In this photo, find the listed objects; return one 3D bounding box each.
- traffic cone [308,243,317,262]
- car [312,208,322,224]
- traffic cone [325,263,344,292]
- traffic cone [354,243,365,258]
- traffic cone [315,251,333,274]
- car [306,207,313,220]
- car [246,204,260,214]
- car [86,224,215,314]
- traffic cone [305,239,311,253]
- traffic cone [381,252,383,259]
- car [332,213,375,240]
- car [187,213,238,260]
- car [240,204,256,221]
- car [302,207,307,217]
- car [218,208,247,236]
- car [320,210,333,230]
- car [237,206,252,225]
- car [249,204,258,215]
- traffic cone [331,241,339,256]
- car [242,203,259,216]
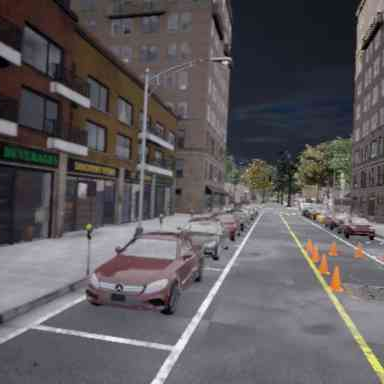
[{"bbox_3d":[4.639,2.305,12.493,0.340,0.580,0.340,3,-1,13],"label":"traffic cone"},{"bbox_3d":[13.368,2.503,32.952,1.752,1.417,4.829,3,-1,13],"label":"car"},{"bbox_3d":[3.724,2.221,8.600,0.340,0.580,0.340,3,-1,13],"label":"traffic cone"},{"bbox_3d":[7.040,2.434,13.981,0.340,0.580,0.340,3,-1,13],"label":"traffic cone"},{"bbox_3d":[4.182,2.263,10.547,0.340,0.580,0.340,3,-1,13],"label":"traffic cone"},{"bbox_3d":[14.589,2.638,38.157,1.887,1.381,4.507,3,-1,13],"label":"car"},{"bbox_3d":[9.305,2.560,50.737,1.802,1.307,4.206,3,-1,13],"label":"car"},{"bbox_3d":[-0.784,1.624,7.765,1.802,1.307,4.206,3,-1,13],"label":"car"},{"bbox_3d":[5.096,2.346,14.440,0.340,0.580,0.340,3,-1,13],"label":"traffic cone"},{"bbox_3d":[8.013,2.478,13.752,0.340,0.580,0.340,3,-1,13],"label":"traffic cone"},{"bbox_3d":[10.804,2.322,22.044,1.802,1.307,4.206,3,-1,13],"label":"car"},{"bbox_3d":[0.479,1.708,13.137,2.008,1.369,4.403,3,-1,13],"label":"car"},{"bbox_3d":[4.263,2.054,29.251,2.008,1.369,4.403,3,-1,13],"label":"car"},{"bbox_3d":[15.848,2.794,43.528,1.802,1.307,4.206,3,-1,13],"label":"car"},{"bbox_3d":[1.741,1.816,18.509,1.887,1.381,4.507,3,-1,13],"label":"car"},{"bbox_3d":[12.065,2.438,27.415,1.802,1.307,4.206,3,-1,13],"label":"car"},{"bbox_3d":[3.001,1.953,23.880,1.947,1.339,4.313,3,-1,13],"label":"car"},{"bbox_3d":[5.529,2.061,34.624,1.967,1.590,4.097,3,-1,13],"label":"car"},{"bbox_3d":[6.068,2.390,14.211,0.340,0.580,0.340,3,-1,13],"label":"traffic cone"},{"bbox_3d":[8.051,2.299,45.367,1.967,1.590,4.097,3,-1,13],"label":"car"}]
